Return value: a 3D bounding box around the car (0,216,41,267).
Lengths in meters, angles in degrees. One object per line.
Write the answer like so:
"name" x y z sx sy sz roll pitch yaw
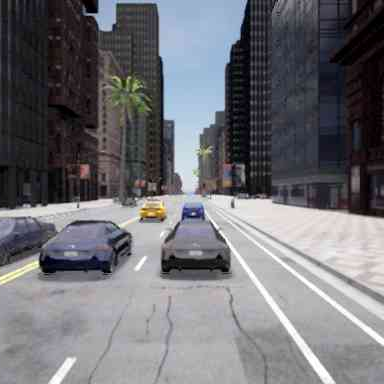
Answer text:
"car" -6.600 1.572 11.775 2.033 1.411 5.357 0 0 0

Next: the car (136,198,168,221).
"car" -3.147 1.536 27.999 1.882 1.535 5.008 0 0 0

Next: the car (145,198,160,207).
"car" -6.539 1.686 55.574 1.994 1.385 4.181 0 0 1

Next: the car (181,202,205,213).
"car" 0.103 1.536 27.995 1.882 1.535 5.008 0 0 0

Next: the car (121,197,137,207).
"car" -9.814 1.617 52.254 1.837 1.490 4.892 0 0 0

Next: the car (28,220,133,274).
"car" -3.149 1.586 10.652 1.994 1.385 4.181 0 0 0

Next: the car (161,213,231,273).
"car" 0.101 1.586 10.759 1.994 1.385 4.181 0 0 0
